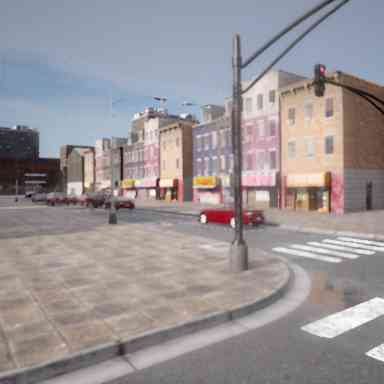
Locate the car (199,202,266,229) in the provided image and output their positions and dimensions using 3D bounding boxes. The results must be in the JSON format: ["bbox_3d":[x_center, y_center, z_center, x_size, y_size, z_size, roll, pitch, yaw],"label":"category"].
[{"bbox_3d":[2.194,1.241,19.172,1.887,1.381,4.507,0,1,-35],"label":"car"}]

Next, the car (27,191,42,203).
[{"bbox_3d":[-22.812,0.914,50.035,2.033,1.411,5.357,-1,1,-35],"label":"car"}]

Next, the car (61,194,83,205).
[{"bbox_3d":[-16.611,0.971,45.830,1.802,1.307,4.206,0,1,-35],"label":"car"}]

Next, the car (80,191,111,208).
[{"bbox_3d":[-10.342,0.801,36.941,2.192,1.841,5.009,0,1,-35],"label":"car"}]

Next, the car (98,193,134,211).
[{"bbox_3d":[-7.209,1.081,32.501,1.887,1.381,4.507,0,1,-35],"label":"car"}]

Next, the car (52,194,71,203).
[{"bbox_3d":[-19.745,0.925,50.274,1.802,1.307,4.206,0,1,-35],"label":"car"}]

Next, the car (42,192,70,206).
[{"bbox_3d":[-16.958,0.805,41.812,2.097,1.767,4.553,-1,1,-35],"label":"car"}]

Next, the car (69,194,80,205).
[{"bbox_3d":[-13.477,1.019,41.388,1.802,1.307,4.206,0,1,-35],"label":"car"}]

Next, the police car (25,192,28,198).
[{"bbox_3d":[-34.564,0.564,71.465,1.930,1.638,5.238,-1,1,-35],"label":"police car"}]

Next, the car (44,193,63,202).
[{"bbox_3d":[-22.879,0.848,54.716,2.008,1.369,4.403,0,1,-35],"label":"car"}]
